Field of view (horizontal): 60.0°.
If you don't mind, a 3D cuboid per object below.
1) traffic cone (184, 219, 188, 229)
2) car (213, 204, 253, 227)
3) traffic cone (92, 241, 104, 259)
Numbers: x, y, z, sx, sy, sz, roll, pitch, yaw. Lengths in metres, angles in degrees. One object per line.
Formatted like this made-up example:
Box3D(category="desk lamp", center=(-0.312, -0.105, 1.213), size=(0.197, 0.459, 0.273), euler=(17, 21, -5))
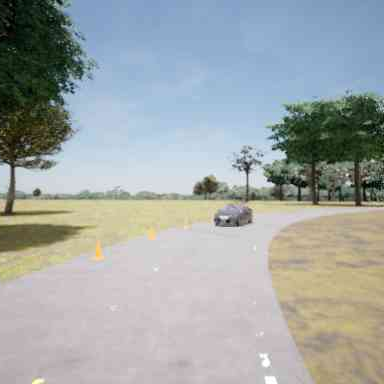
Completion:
Box3D(category="traffic cone", center=(-0.367, 2.059, 21.529), size=(0.340, 0.580, 0.340), euler=(0, 0, 21))
Box3D(category="car", center=(3.113, 1.621, 24.397), size=(2.128, 1.511, 4.902), euler=(0, 0, 25))
Box3D(category="traffic cone", center=(-3.250, 1.991, 11.538), size=(0.340, 0.580, 0.340), euler=(0, 0, 11))
